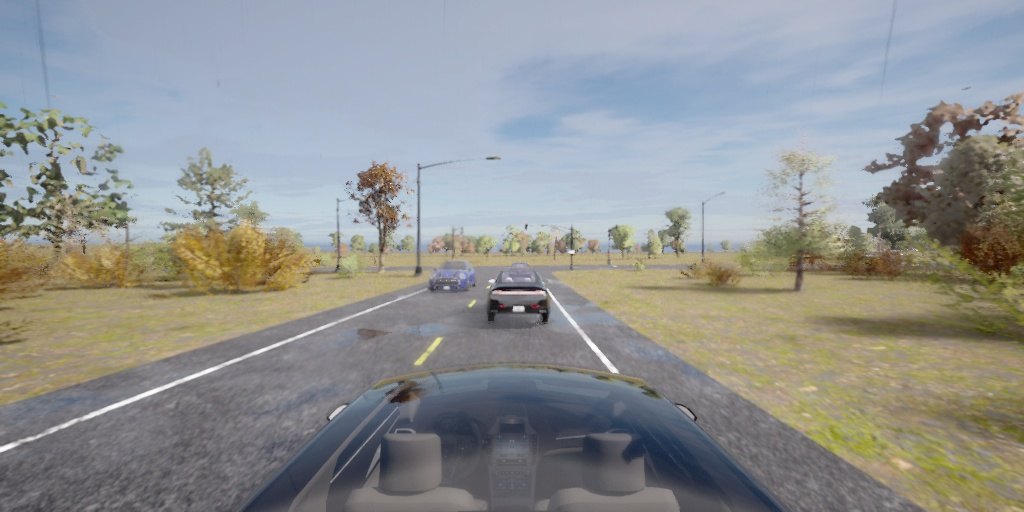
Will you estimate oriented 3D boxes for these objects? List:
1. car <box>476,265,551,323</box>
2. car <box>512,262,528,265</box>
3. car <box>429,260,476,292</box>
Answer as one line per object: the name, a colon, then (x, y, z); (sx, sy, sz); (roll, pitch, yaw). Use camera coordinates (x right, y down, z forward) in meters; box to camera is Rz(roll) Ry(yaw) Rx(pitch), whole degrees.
car: (0.205, 1.210, 12.030); (2.128, 1.511, 4.902); (0, 0, 1)
car: (0.673, 1.205, 29.473); (2.033, 1.411, 5.357); (0, 0, 2)
car: (-3.309, 1.039, 20.687); (2.097, 1.767, 4.553); (0, 0, 2)
